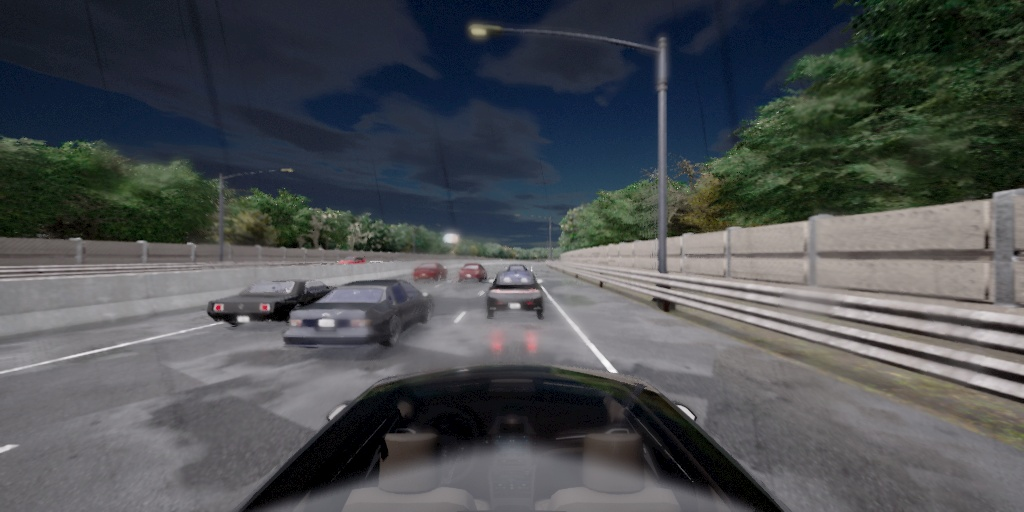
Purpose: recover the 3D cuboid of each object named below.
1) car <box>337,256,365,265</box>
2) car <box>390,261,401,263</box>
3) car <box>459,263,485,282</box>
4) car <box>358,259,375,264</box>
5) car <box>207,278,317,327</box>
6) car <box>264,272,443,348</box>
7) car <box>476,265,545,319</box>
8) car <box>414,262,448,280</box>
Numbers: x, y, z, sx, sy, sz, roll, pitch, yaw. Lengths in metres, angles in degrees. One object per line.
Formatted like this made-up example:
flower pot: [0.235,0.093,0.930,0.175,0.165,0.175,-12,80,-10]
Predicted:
car: [-23.440,1.089,52.667,2.150,2.045,5.566,0,0,3]
car: [-16.535,1.413,50.750,2.033,1.411,5.357,0,0,3]
car: [-3.094,1.309,28.719,1.812,1.442,4.674,0,0,1]
car: [-19.961,1.471,52.146,1.895,1.301,4.718,0,0,3]
car: [-6.886,1.358,11.484,1.895,1.301,4.718,0,0,1]
car: [-3.423,1.304,9.214,2.033,1.411,5.357,0,0,1]
car: [0.138,1.255,12.879,2.128,1.511,4.902,0,0,1]
car: [-6.574,1.260,29.426,1.882,1.535,5.008,0,0,2]
